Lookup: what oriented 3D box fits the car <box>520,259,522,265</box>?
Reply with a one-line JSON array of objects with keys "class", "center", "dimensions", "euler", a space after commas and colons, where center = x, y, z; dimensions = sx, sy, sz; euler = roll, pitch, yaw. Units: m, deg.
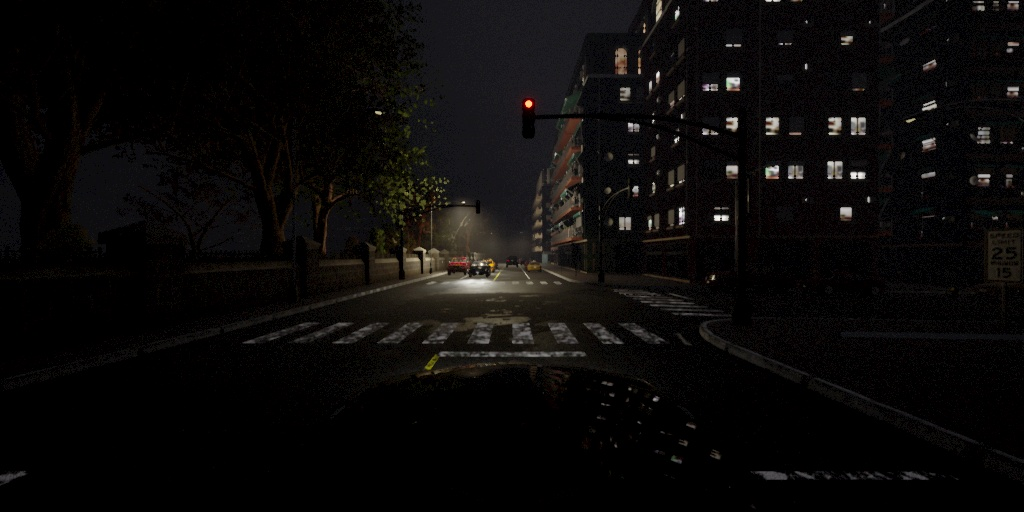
[{"class": "car", "center": [2.737, 1.307, 55.347], "dimensions": [2.007, 1.370, 4.403], "euler": [0, 0, 0]}]

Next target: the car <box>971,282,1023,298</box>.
[{"class": "car", "center": [31.533, 1.854, 22.184], "dimensions": [4.829, 1.417, 1.751], "euler": [0, 0, 0]}]

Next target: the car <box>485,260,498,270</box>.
[{"class": "car", "center": [-3.042, 1.281, 54.366], "dimensions": [1.812, 1.442, 4.674], "euler": [0, 0, 0]}]

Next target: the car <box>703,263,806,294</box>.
[{"class": "car", "center": [14.617, 1.334, 22.146], "dimensions": [5.009, 1.841, 2.192], "euler": [0, 0, 0]}]

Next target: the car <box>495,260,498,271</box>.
[{"class": "car", "center": [-3.053, 1.228, 44.188], "dimensions": [1.882, 1.535, 5.008], "euler": [0, 0, 0]}]

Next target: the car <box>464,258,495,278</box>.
[{"class": "car", "center": [-3.058, 1.239, 34.687], "dimensions": [2.128, 1.511, 4.902], "euler": [0, 0, 0]}]

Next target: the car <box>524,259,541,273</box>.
[{"class": "car", "center": [2.728, 1.276, 44.447], "dimensions": [1.751, 1.417, 4.829], "euler": [0, 0, 0]}]

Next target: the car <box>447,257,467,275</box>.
[{"class": "car", "center": [-5.657, 1.063, 38.748], "dimensions": [2.192, 1.841, 5.009], "euler": [0, 0, 0]}]

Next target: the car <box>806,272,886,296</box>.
[{"class": "car", "center": [20.312, 1.668, 22.159], "dimensions": [4.507, 1.381, 1.888], "euler": [0, 0, 0]}]

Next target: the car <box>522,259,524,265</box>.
[{"class": "car", "center": [2.733, 1.298, 49.811], "dimensions": [1.888, 1.381, 4.507], "euler": [0, 0, 0]}]

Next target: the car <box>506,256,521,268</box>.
[{"class": "car", "center": [0.055, 0.982, 63.674], "dimensions": [2.150, 2.045, 5.566], "euler": [0, 0, 0]}]
